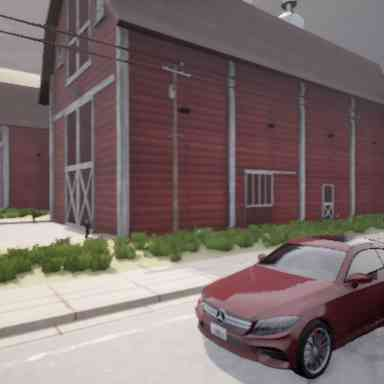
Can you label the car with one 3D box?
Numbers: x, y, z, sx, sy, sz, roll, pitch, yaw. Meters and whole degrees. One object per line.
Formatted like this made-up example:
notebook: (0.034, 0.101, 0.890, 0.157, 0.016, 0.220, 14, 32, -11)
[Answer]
car: (2.235, 1.504, 5.587, 4.674, 1.442, 1.812, 0, 0, -36)
